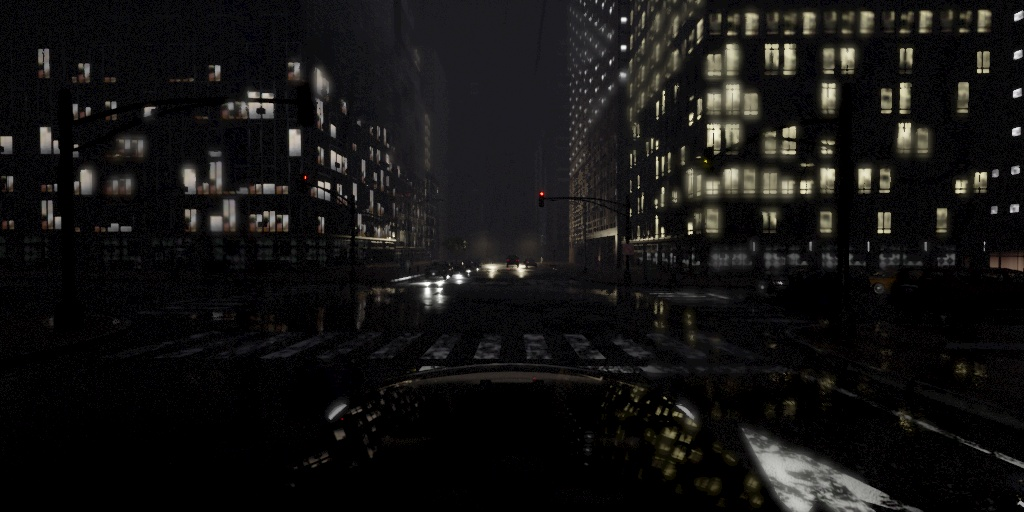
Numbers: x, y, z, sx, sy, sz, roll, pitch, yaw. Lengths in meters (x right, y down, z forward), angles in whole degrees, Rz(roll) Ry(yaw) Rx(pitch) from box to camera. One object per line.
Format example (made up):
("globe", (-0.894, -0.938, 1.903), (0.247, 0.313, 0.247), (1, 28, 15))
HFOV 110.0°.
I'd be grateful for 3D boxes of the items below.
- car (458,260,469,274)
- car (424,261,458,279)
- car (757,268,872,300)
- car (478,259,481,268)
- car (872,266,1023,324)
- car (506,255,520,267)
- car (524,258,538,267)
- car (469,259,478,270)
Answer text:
("car", (-6.510, 1.326, 41.626), (1.895, 1.301, 4.718), (0, 0, 0))
("car", (-6.533, 1.225, 32.344), (2.128, 1.511, 4.902), (0, 0, 0))
("car", (15.279, 1.357, 18.270), (4.902, 1.511, 2.128), (1, 1, 2))
("car", (-6.419, 1.182, 61.737), (1.882, 1.535, 5.008), (0, 0, 1))
("car", (16.215, 1.281, 12.439), (5.009, 1.841, 2.192), (0, 0, 1))
("car", (0.144, 0.925, 62.873), (2.150, 2.045, 5.566), (0, 0, 0))
("car", (3.395, 1.228, 63.253), (1.812, 1.442, 4.674), (0, 0, 0))
("car", (-6.479, 1.263, 51.397), (2.033, 1.411, 5.357), (0, 0, 0))
